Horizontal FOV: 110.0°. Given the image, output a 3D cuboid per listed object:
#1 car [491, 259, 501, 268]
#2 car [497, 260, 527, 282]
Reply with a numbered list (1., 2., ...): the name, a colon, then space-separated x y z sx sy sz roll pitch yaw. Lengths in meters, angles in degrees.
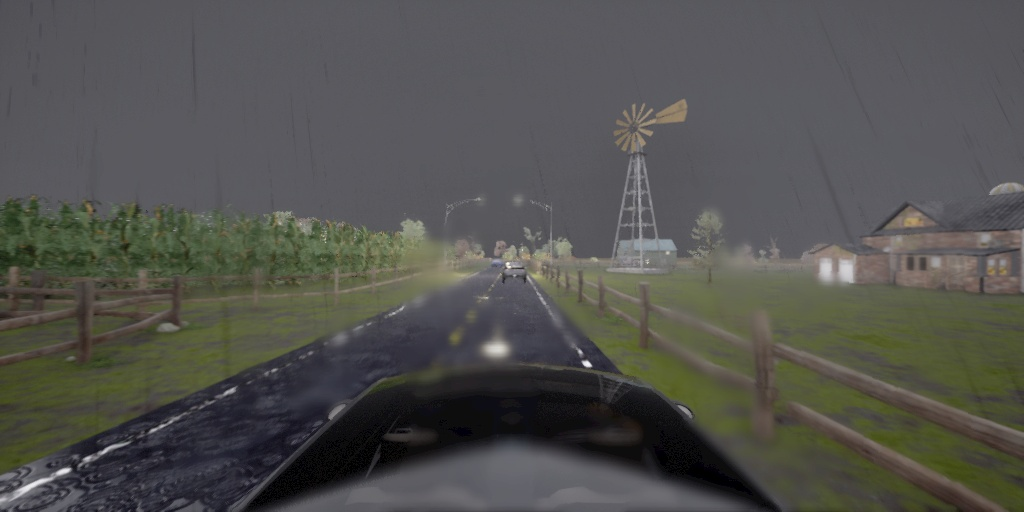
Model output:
1. car: -2.647 1.261 62.917 1.882 1.535 5.008 0 0 1
2. car: 0.192 1.243 28.439 2.128 1.511 4.902 0 0 0
